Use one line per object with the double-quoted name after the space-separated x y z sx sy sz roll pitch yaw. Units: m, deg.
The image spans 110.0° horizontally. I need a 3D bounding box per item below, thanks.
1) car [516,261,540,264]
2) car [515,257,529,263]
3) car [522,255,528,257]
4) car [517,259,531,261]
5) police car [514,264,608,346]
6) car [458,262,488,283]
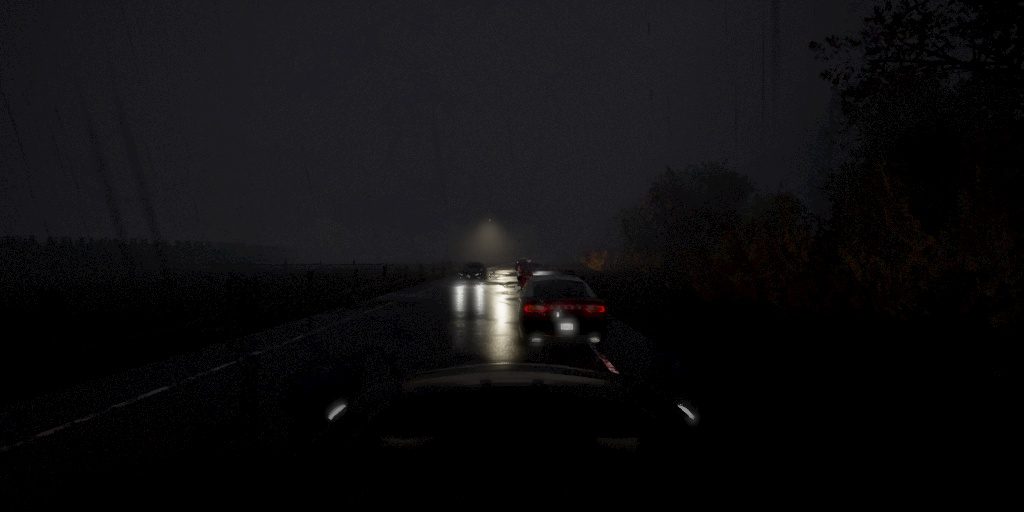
1.265 1.222 19.432 1.882 1.535 5.008 0 0 1 "car"
1.444 1.228 49.164 1.837 1.490 4.892 0 0 4 "car"
2.150 1.062 61.096 2.097 1.767 4.553 0 0 4 "car"
1.421 1.219 25.410 1.882 1.535 5.008 0 0 2 "car"
1.098 1.173 9.576 1.930 1.638 5.238 0 0 1 "police car"
-2.994 1.241 28.147 1.837 1.490 4.892 0 1 2 "car"
